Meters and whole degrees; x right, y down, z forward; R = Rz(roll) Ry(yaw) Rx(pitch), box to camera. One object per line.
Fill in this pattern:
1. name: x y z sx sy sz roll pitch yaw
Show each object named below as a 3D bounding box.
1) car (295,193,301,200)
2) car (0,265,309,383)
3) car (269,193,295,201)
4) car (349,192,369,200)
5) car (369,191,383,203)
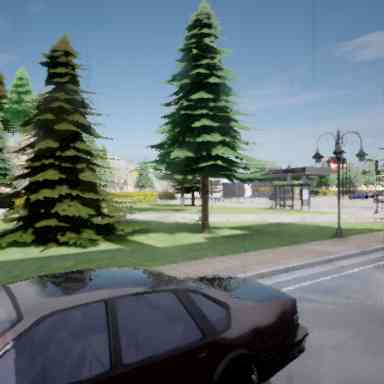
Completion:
1. car: 19.737 0.937 67.062 2.152 1.636 5.027 -1 0 -36
2. car: -1.146 1.542 3.172 5.357 1.411 2.033 0 0 -36
3. car: 17.214 0.970 65.197 2.007 1.523 4.514 -1 0 -36
4. car: 33.836 0.837 67.698 1.845 1.501 3.633 -1 0 -36
5. car: 30.462 0.991 51.785 1.970 1.475 3.806 -1 0 -36
